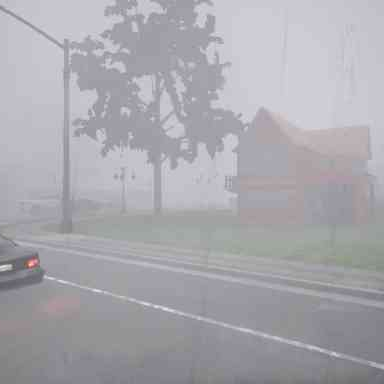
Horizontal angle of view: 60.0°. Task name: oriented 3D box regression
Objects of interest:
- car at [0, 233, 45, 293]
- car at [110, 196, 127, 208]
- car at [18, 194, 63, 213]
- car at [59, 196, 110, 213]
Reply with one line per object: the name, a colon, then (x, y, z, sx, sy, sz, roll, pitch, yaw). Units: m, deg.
car: (-5.736, 1.547, 8.025, 5.357, 1.411, 2.033, 0, 0, 36)
car: (-11.089, 1.352, 45.849, 2.097, 1.767, 4.553, 0, 0, 34)
car: (-16.632, 1.222, 37.618, 2.150, 2.045, 5.566, 0, 0, 33)
car: (-12.113, 1.504, 37.698, 1.837, 1.490, 4.892, 0, 0, 34)
